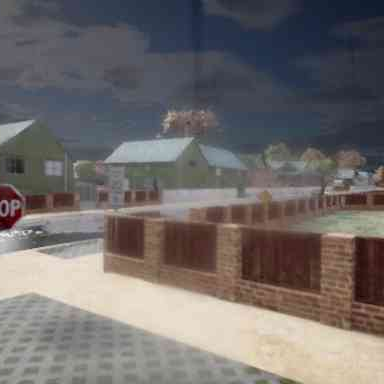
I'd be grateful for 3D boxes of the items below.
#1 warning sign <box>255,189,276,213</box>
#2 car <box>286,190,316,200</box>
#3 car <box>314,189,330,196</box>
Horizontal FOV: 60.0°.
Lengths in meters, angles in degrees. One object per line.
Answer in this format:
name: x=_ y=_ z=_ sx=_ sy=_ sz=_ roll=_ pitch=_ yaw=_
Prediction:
warning sign: x=5.820 y=0.694 z=26.349 sx=1.300 sy=1.860 sz=1.060 roll=1 pitch=1 yaw=35
car: x=13.423 y=0.792 z=41.410 sx=1.895 sy=1.301 sz=4.718 roll=3 pitch=2 yaw=36
car: x=18.993 y=0.365 z=49.383 sx=2.097 sy=1.767 sz=4.553 roll=2 pitch=2 yaw=35
